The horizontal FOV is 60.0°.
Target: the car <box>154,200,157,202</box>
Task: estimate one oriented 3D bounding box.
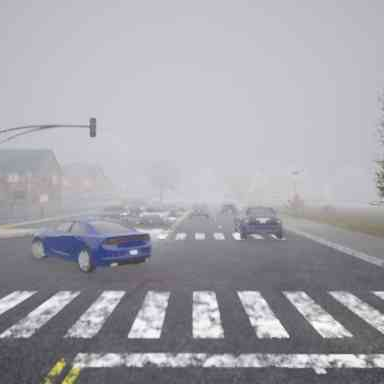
[{"bbox_3d":[-5.264,1.916,46.375,1.882,1.535,5.008,0,-1,4],"label":"car"}]

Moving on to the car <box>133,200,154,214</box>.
[{"bbox_3d":[-5.796,1.685,35.970,2.097,1.767,4.553,0,-1,2],"label":"car"}]

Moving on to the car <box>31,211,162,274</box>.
[{"bbox_3d":[-3.495,1.575,11.085,5.008,1.535,1.882,-1,-2,42],"label":"car"}]

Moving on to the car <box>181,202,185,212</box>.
[{"bbox_3d":[-2.058,1.954,45.623,1.812,1.442,4.674,0,-1,4],"label":"car"}]

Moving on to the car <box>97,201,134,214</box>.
[{"bbox_3d":[-6.159,1.743,26.119,1.837,1.490,4.892,0,-1,2],"label":"car"}]

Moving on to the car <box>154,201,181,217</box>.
[{"bbox_3d":[-2.569,1.889,35.375,1.994,1.385,4.181,0,-1,3],"label":"car"}]

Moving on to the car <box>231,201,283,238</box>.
[{"bbox_3d":[3.601,1.518,18.783,2.097,1.767,4.553,0,-1,1],"label":"car"}]

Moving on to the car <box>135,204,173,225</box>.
[{"bbox_3d":[-2.905,1.839,26.288,1.895,1.301,4.718,0,-1,2],"label":"car"}]

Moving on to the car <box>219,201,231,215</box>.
[{"bbox_3d":[4.297,1.866,39.471,1.837,1.490,4.892,0,-1,3],"label":"car"}]

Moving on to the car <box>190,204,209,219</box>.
[{"bbox_3d":[0.771,1.848,33.052,2.033,1.411,5.357,0,-1,2],"label":"car"}]
